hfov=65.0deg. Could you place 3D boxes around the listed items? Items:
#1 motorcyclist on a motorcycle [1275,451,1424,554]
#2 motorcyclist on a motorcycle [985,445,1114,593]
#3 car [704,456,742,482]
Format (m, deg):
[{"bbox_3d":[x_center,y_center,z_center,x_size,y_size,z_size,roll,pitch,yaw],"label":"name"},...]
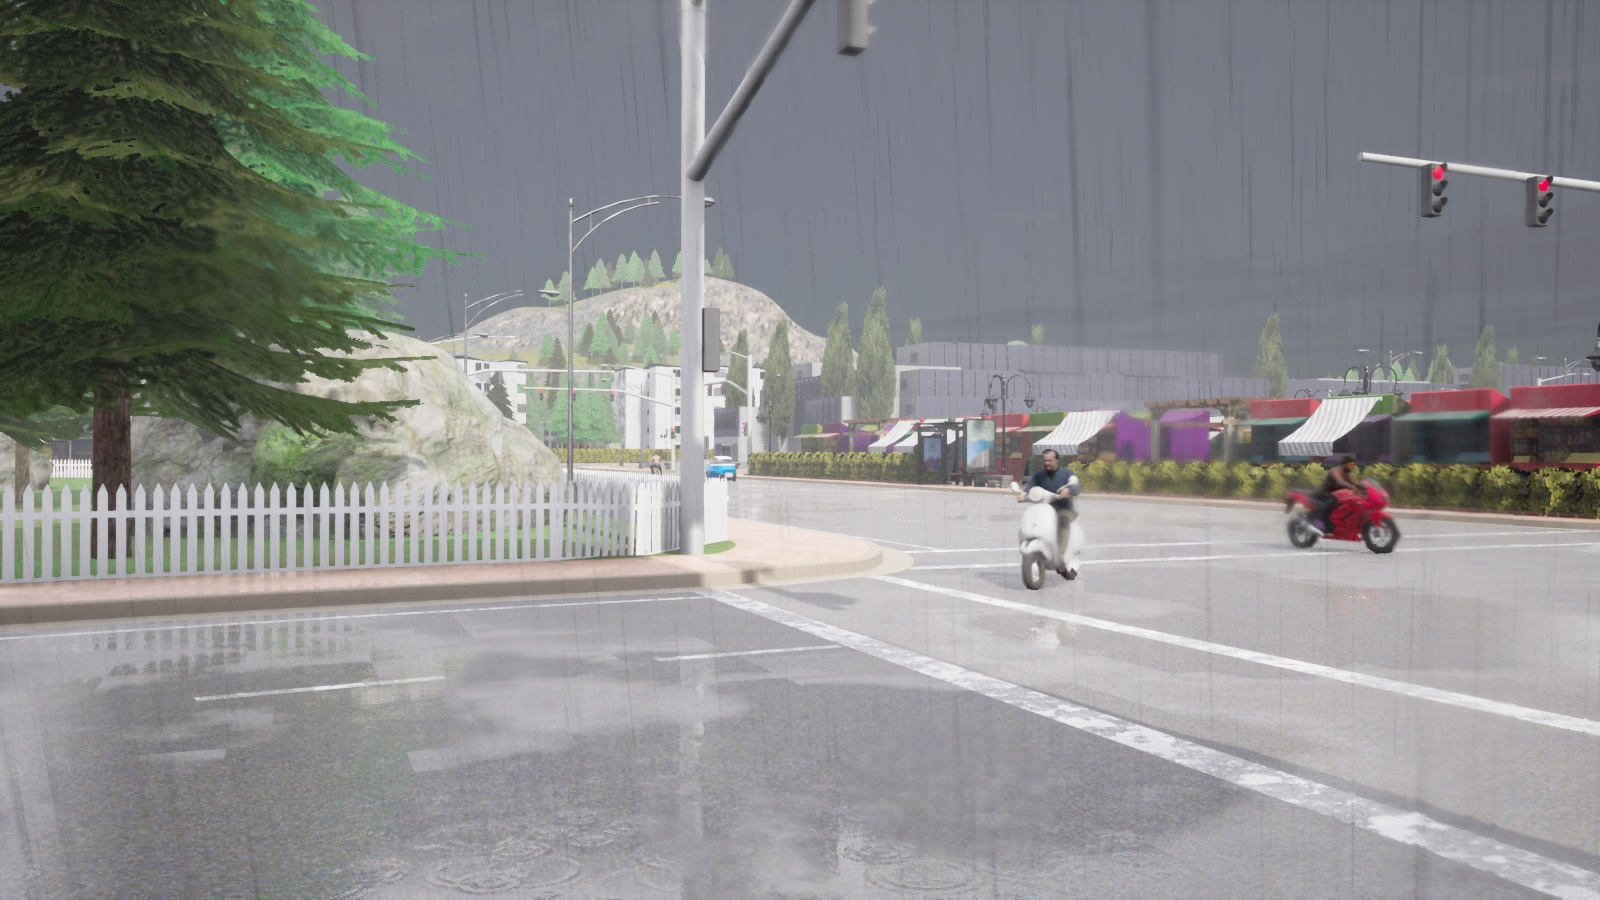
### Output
[{"bbox_3d":[8.534,0.803,19.610,0.797,1.523,2.044,1,-2,-31],"label":"motorcyclist on a motorcycle"},{"bbox_3d":[2.904,0.765,14.494,0.866,1.590,1.817,-3,-2,30],"label":"motorcyclist on a motorcycle"},{"bbox_3d":[-4.246,1.033,68.991,1.481,1.376,2.207,0,0,-22],"label":"car"}]
